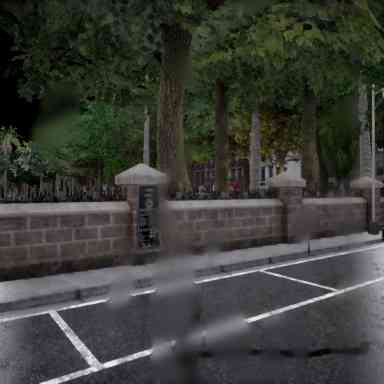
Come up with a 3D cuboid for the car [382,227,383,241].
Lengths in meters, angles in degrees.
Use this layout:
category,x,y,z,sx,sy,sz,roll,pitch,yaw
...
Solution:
category,x,y,z,sx,sy,sz,roll,pitch,yaw
car,7.034,1.349,8.394,4.553,1.767,2.097,0,0,-35
